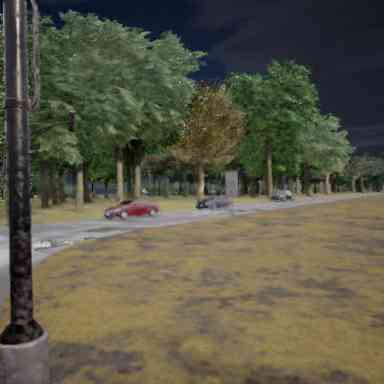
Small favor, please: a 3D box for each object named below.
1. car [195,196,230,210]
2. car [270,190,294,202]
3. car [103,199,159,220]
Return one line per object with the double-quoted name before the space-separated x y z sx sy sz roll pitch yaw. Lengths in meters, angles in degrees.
"car" 2.115 1.064 33.653 1.994 1.385 4.181 -3 -1 37
"car" 12.919 0.527 47.871 2.097 1.767 4.553 -3 0 38
"car" -4.481 1.235 24.947 1.812 1.442 4.674 -3 0 37
